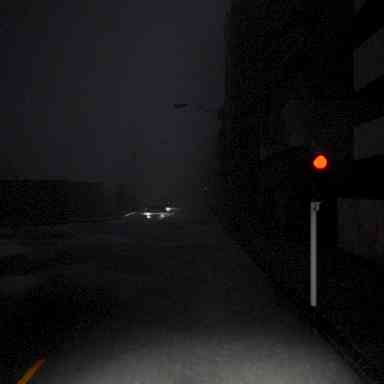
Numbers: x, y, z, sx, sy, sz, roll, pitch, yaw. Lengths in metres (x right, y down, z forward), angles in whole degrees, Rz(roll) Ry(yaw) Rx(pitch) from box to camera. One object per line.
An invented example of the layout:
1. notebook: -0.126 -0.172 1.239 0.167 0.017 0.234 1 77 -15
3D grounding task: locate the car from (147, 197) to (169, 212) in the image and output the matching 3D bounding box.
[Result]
1. car: -4.148 1.478 39.554 1.882 1.535 5.008 0 0 0

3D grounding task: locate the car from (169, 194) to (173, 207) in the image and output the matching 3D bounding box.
1. car: -4.129 1.505 49.582 1.837 1.490 4.892 0 0 1
